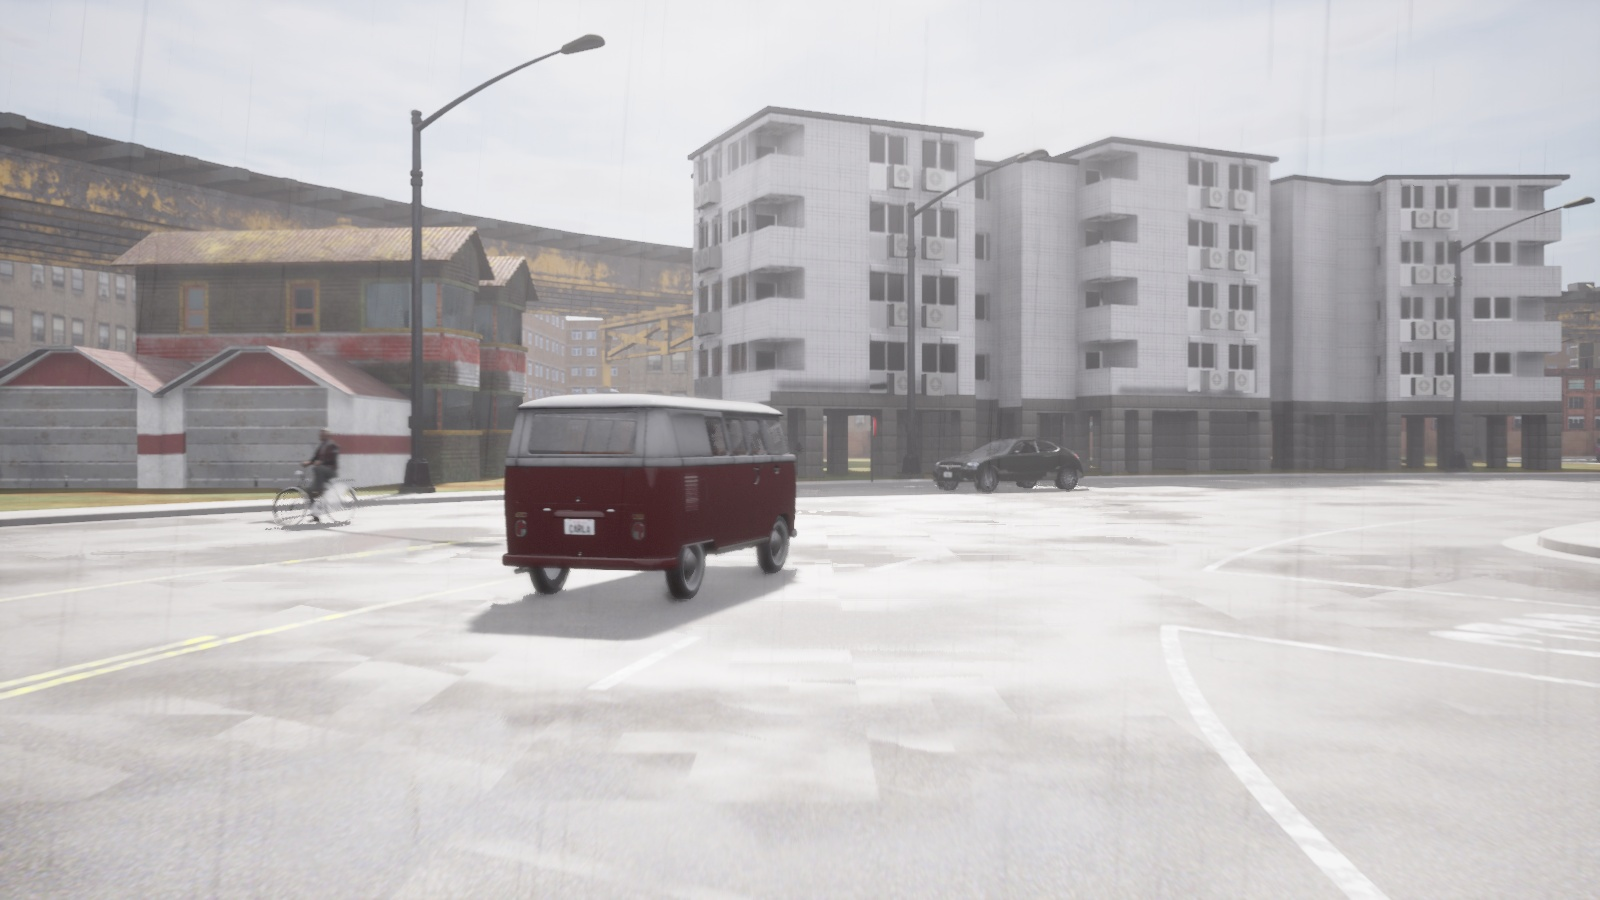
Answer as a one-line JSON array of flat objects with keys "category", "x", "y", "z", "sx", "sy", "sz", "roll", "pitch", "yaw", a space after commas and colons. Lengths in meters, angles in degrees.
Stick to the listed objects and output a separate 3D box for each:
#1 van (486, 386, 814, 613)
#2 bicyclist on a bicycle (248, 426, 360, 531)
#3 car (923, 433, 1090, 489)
[{"category": "van", "x": -1.356, "y": 0.423, "z": 13.388, "sx": 1.775, "sy": 1.987, "sz": 4.442, "roll": 0, "pitch": 0, "yaw": 18}, {"category": "bicyclist on a bicycle", "x": -8.830, "y": 0.483, "z": 22.434, "sx": 0.659, "sy": 1.776, "sz": 1.843, "roll": 2, "pitch": 1, "yaw": 28}, {"category": "car", "x": 6.503, "y": 0.309, "z": 39.343, "sx": 5.027, "sy": 1.651, "sz": 2.152, "roll": 0, "pitch": 0, "yaw": -33}]
